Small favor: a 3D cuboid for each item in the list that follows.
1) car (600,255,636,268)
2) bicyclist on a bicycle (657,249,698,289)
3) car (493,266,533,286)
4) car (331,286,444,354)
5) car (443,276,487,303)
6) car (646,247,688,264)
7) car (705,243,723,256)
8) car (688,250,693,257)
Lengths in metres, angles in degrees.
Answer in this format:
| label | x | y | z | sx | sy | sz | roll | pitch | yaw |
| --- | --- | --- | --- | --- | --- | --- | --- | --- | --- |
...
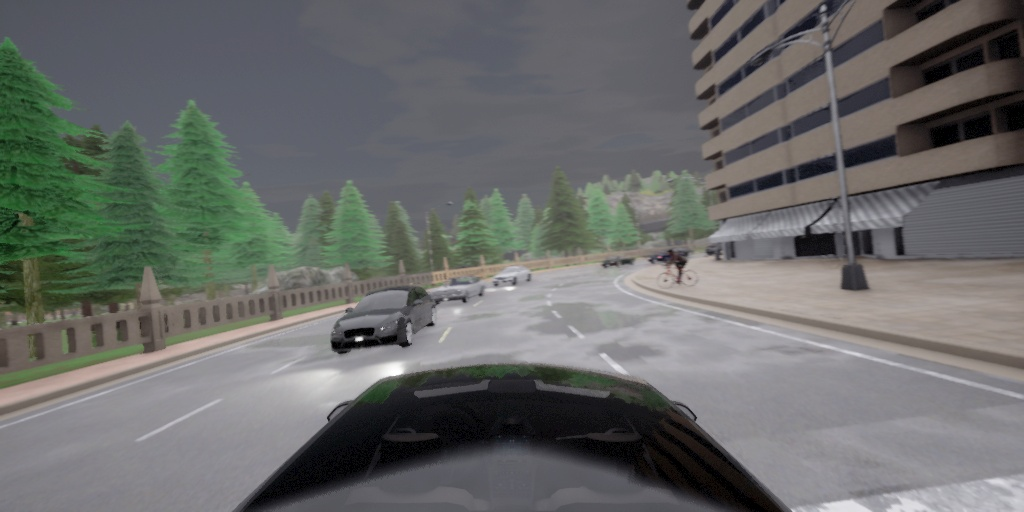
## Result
| label | x | y | z | sx | sy | sz | roll | pitch | yaw |
| --- | --- | --- | --- | --- | --- | --- | --- | --- | --- |
| car | 11.804 | 0.573 | 39.791 | 4.718 | 1.301 | 1.895 | -5 | -1 | -44 |
| bicyclist on a bicycle | 6.712 | 0.508 | 14.665 | 1.656 | 1.620 | 0.582 | -6 | -1 | 4 |
| car | 0.100 | 1.566 | 29.526 | 1.812 | 1.442 | 4.674 | -6 | -1 | 26 |
| car | -3.576 | 1.710 | 10.785 | 1.837 | 1.490 | 4.892 | -6 | -1 | 0 |
| car | -2.902 | 1.841 | 20.103 | 1.895 | 1.301 | 4.718 | -6 | -1 | 11 |
| car | 16.937 | 0.052 | 39.533 | 4.718 | 1.301 | 1.895 | -5 | -1 | -38 |
| car | 26.453 | -0.962 | 44.693 | 4.902 | 1.511 | 2.128 | -6 | -1 | -17 |
| car | 21.068 | -0.415 | 46.291 | 5.008 | 1.535 | 1.882 | -6 | -1 | -23 |
